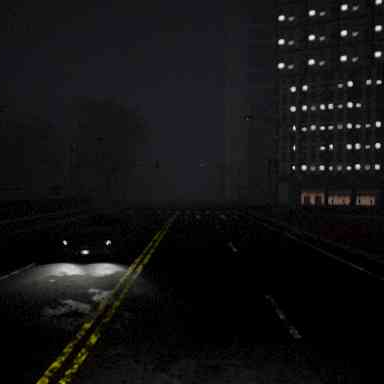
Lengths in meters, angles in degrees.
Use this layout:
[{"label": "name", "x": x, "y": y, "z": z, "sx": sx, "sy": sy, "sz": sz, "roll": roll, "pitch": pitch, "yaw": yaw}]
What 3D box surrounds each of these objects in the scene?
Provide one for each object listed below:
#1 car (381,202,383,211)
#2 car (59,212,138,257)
[{"label": "car", "x": 23.010, "y": 1.548, "z": 35.413, "sx": 5.009, "sy": 1.841, "sz": 2.192, "roll": 1, "pitch": 2, "yaw": 20}, {"label": "car", "x": -3.351, "y": 1.507, "z": 13.106, "sx": 2.033, "sy": 1.411, "sz": 5.357, "roll": 0, "pitch": 0, "yaw": 0}]
